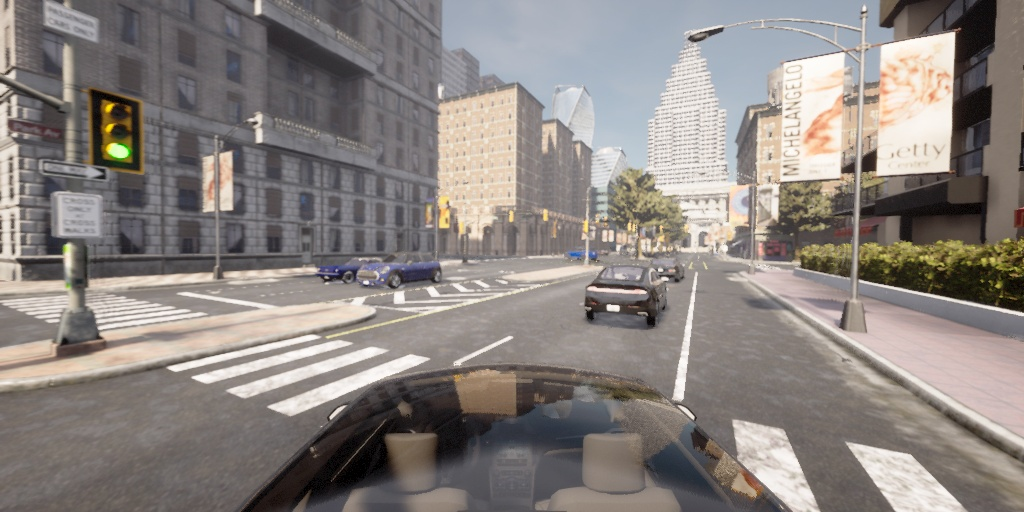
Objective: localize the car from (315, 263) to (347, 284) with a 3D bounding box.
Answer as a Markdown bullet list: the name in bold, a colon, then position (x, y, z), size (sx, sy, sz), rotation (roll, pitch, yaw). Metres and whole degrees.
- **car**: position (-8.564, 0.757, 20.481), size (1.895, 1.301, 4.718), rotation (1, 2, 28)

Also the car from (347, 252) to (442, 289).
- **car**: position (-5.663, 0.591, 18.458), size (2.097, 1.767, 4.553), rotation (1, 2, 28)

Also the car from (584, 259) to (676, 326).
- **car**: position (3.608, 1.026, 10.965), size (2.128, 1.511, 4.902), rotation (1, 2, 27)

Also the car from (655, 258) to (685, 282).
- **car**: position (9.883, 0.818, 23.032), size (2.033, 1.411, 5.357), rotation (1, 2, 30)

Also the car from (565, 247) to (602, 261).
- **car**: position (10.196, -0.312, 52.824), size (2.150, 2.045, 5.566), rotation (0, 1, -28)
